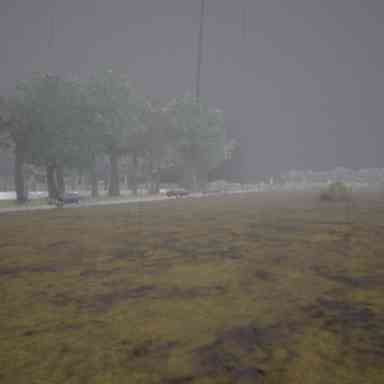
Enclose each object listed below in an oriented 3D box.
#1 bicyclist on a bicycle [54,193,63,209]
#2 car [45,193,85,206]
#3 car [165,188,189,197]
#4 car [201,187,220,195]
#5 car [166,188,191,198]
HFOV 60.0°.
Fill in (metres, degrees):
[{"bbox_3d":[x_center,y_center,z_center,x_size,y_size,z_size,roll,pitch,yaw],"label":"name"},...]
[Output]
[{"bbox_3d":[-13.551,0.895,33.672,1.656,1.620,0.582,0,1,35],"label":"bicyclist on a bicycle"},{"bbox_3d":[-15.612,0.876,41.112,1.837,1.490,4.892,-1,1,35],"label":"car"},{"bbox_3d":[-2.630,0.069,59.316,1.812,1.442,4.674,-1,1,36],"label":"car"},{"bbox_3d":[3.654,-0.269,63.394,1.837,1.490,4.892,-1,2,35],"label":"car"},{"bbox_3d":[-2.123,0.096,55.155,1.882,1.535,5.008,-1,2,36],"label":"car"}]
